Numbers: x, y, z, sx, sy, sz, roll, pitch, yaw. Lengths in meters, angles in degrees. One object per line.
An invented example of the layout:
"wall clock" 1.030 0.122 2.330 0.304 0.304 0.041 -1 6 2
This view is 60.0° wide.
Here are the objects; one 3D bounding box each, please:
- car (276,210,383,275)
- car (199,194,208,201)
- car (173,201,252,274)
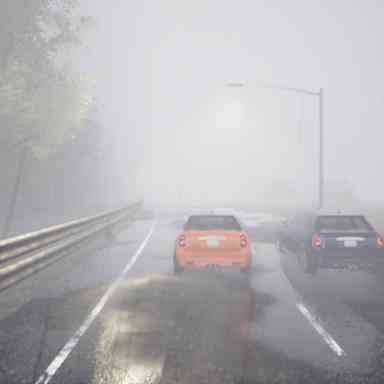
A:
"car" 4.104 1.333 10.587 2.097 1.767 4.553 0 0 2
"car" 2.598 1.222 75.205 2.097 1.767 4.553 0 0 2
"car" 0.606 1.335 10.708 2.097 1.767 4.553 0 0 2
